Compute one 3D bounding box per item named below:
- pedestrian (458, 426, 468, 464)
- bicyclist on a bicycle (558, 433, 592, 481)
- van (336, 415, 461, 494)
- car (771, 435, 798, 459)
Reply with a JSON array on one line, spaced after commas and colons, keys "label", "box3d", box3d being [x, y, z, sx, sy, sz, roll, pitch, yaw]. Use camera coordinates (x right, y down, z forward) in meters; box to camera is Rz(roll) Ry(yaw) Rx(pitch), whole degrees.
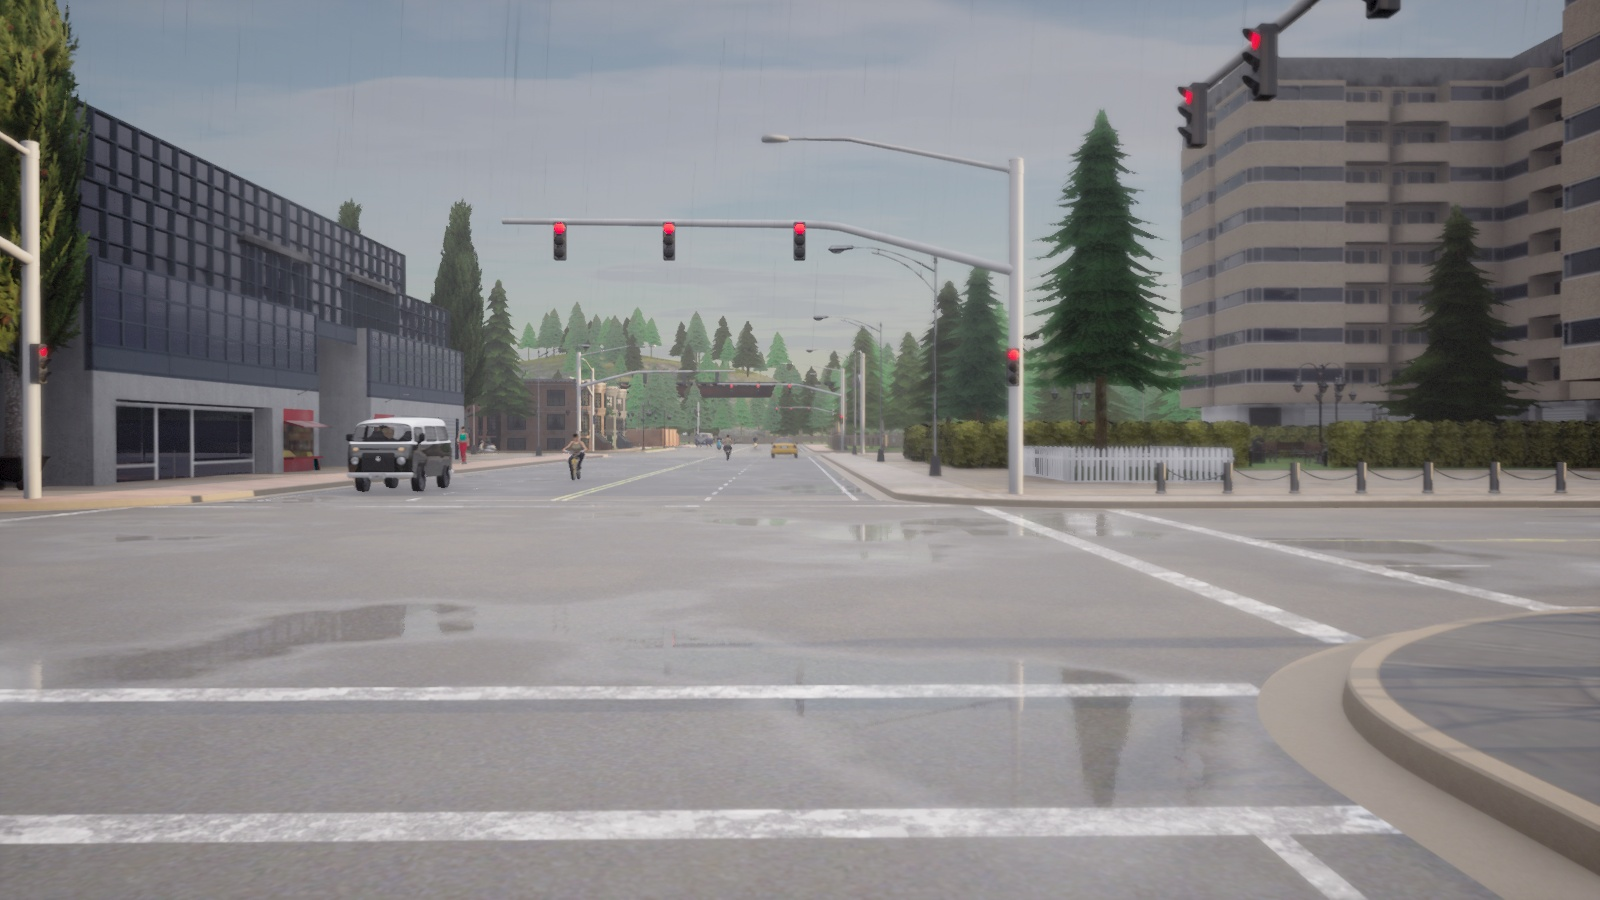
[{"label": "pedestrian", "box3d": [-16.186, -0.253, 60.307, 0.345, 1.836, 0.594, 0, 1, -1]}, {"label": "bicyclist on a bicycle", "box3d": [-7.586, 0.224, 42.341, 0.866, 1.612, 1.509, 0, 1, 0]}, {"label": "van", "box3d": [-11.009, 0.087, 34.770, 2.069, 2.038, 4.480, 0, 1, -1]}, {"label": "car", "box3d": [-1.046, -0.247, 87.154, 1.801, 1.575, 5.366, 0, 1, -1]}]
